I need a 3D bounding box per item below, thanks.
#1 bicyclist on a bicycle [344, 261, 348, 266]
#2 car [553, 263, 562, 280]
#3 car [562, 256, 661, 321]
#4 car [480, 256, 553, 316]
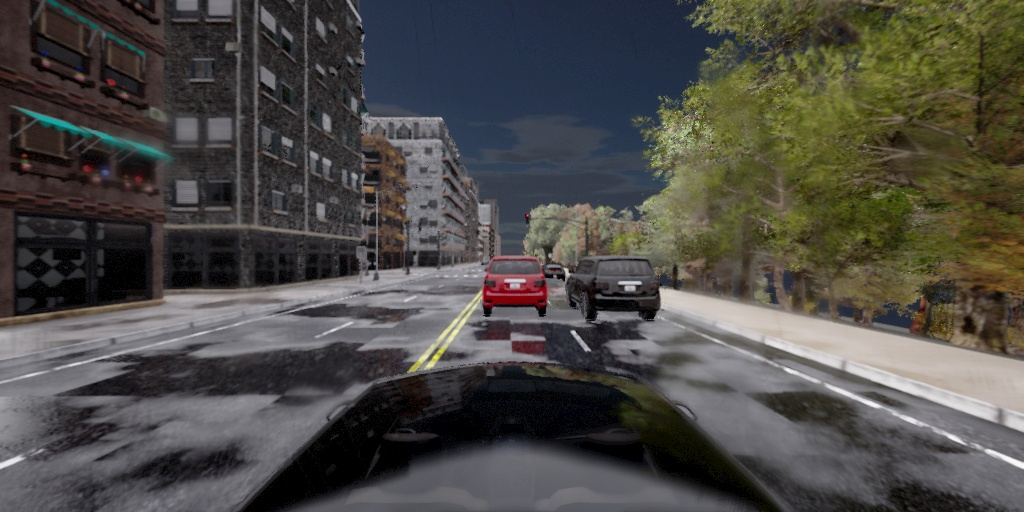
[{"bbox_3d":[-24.882,1.537,53.684,0.582,1.620,1.656,-1,0,-1],"label":"bicyclist on a bicycle"},{"bbox_3d":[3.351,1.365,30.368,1.837,1.490,4.892,0,-1,0],"label":"car"},{"bbox_3d":[3.347,1.014,12.829,2.150,2.045,5.566,0,0,0],"label":"car"},{"bbox_3d":[0.095,1.017,13.738,2.150,2.045,5.566,0,0,0],"label":"car"}]
